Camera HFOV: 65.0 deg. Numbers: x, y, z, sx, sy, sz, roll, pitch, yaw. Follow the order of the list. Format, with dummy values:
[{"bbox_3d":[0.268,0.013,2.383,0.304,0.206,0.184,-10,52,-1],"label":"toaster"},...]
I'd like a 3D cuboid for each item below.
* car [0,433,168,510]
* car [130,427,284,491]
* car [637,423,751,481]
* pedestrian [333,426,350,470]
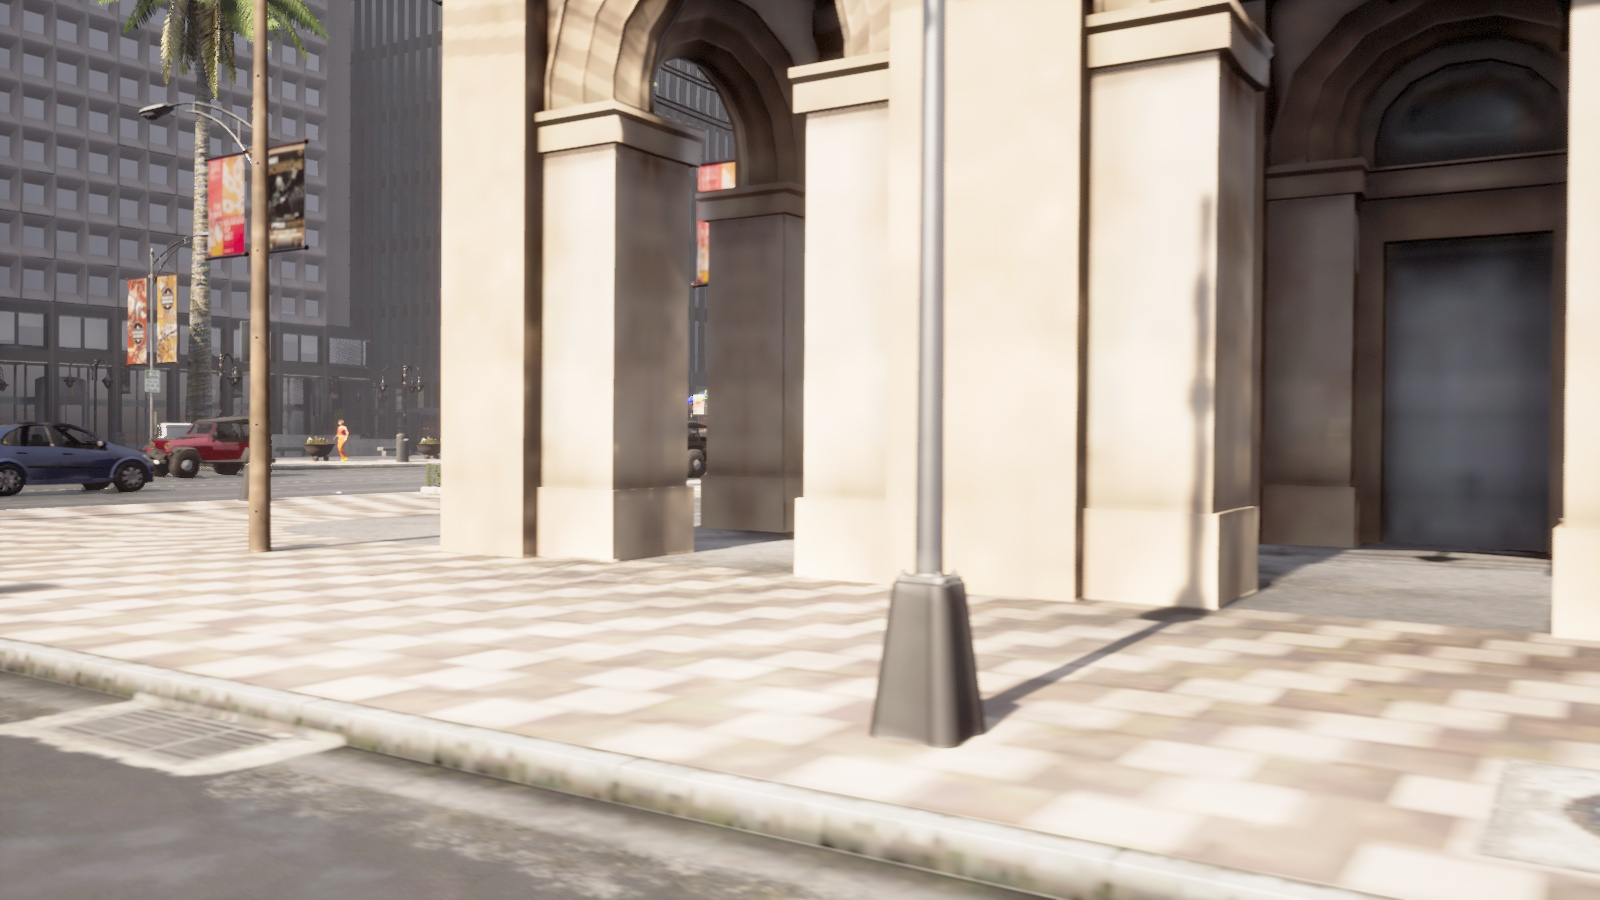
[{"bbox_3d":[-16.797,0.442,28.482,1.851,1.617,3.988,0,1,33],"label":"car"},{"bbox_3d":[-18.320,0.226,38.920,1.905,1.878,3.866,0,1,34],"label":"car"},{"bbox_3d":[-3.541,0.025,42.561,1.905,1.878,3.866,0,1,32],"label":"car"},{"bbox_3d":[-19.554,-0.091,53.556,0.345,1.836,0.594,0,1,30],"label":"pedestrian"}]
